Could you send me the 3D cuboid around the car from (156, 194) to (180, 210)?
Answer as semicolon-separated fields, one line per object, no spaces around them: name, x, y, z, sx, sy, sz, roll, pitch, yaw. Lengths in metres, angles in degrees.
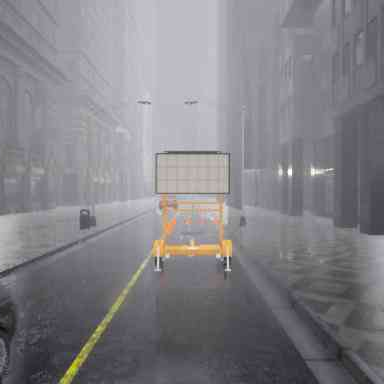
car;-3.057;1.263;43.641;2.150;2.045;5.566;0;0;0

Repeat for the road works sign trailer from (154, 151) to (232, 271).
road works sign trailer;0.024;0.467;10.883;2.380;3.560;2.880;0;0;0

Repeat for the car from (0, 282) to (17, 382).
car;-3.114;1.525;2.428;1.812;1.442;4.674;0;0;0
